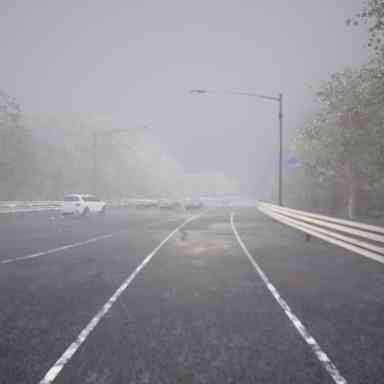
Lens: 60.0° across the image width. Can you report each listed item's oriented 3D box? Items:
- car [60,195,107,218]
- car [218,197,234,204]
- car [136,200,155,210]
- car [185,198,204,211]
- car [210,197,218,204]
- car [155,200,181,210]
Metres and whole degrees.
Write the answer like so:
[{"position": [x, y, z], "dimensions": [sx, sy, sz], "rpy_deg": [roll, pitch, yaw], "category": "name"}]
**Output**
[{"position": [-10.121, 1.296, 31.351], "dimensions": [2.150, 2.045, 5.566], "rpy_deg": [0, -1, 13], "category": "car"}, {"position": [8.612, 2.255, 83.177], "dimensions": [2.128, 1.511, 4.902], "rpy_deg": [0, -1, 13], "category": "car"}, {"position": [-6.404, 1.873, 48.016], "dimensions": [1.895, 1.301, 4.718], "rpy_deg": [0, -1, 13], "category": "car"}, {"position": [0.394, 1.895, 46.373], "dimensions": [1.895, 1.301, 4.718], "rpy_deg": [0, -1, 13], "category": "car"}, {"position": [6.079, 2.306, 87.893], "dimensions": [2.033, 1.411, 5.357], "rpy_deg": [0, -1, 13], "category": "car"}, {"position": [-3.012, 1.830, 47.149], "dimensions": [2.033, 1.411, 5.357], "rpy_deg": [0, -1, 13], "category": "car"}]
